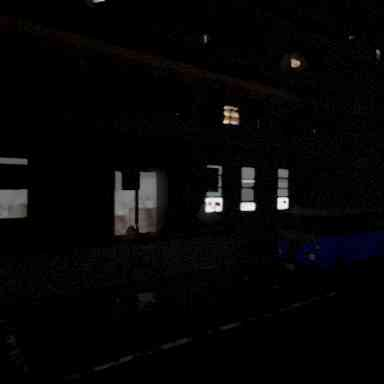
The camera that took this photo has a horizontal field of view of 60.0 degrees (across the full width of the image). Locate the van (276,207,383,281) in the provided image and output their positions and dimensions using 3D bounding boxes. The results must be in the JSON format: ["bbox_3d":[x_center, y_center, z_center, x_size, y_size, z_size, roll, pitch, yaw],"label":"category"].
[{"bbox_3d":[4.155,1.330,9.520,3.998,1.788,1.690,0,0,-36],"label":"van"}]
